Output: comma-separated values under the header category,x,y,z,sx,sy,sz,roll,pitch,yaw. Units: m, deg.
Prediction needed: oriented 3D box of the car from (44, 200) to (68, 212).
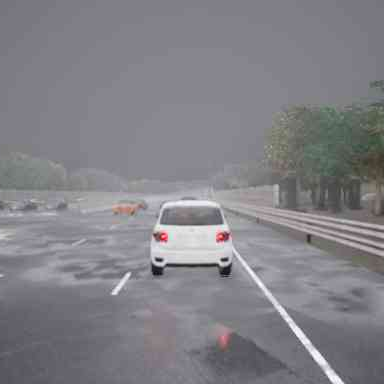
category,x,y,z,sx,sy,sz,roll,pitch,yaw
car,-18.184,1.875,44.674,2.128,1.511,4.902,0,-1,-1

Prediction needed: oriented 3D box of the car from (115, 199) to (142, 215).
category,x,y,z,sx,sy,sz,roll,pitch,yaw
car,-7.368,1.679,37.959,2.097,1.767,4.553,0,0,-1

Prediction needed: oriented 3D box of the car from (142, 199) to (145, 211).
category,x,y,z,sx,sy,sz,roll,pitch,yaw
car,-7.574,1.767,48.221,2.097,1.767,4.553,0,-1,0

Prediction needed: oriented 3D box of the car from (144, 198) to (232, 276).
category,x,y,z,sx,sy,sz,roll,pitch,yaw
car,-0.045,1.307,10.719,2.150,2.045,5.566,0,-1,-1

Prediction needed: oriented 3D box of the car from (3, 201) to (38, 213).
category,x,y,z,sx,sy,sz,roll,pitch,yaw
car,-21.654,1.860,42.937,2.128,1.511,4.902,0,-1,-1

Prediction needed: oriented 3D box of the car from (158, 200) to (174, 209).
category,x,y,z,sx,sy,sz,roll,pitch,yaw
car,-4.214,2.017,54.305,2.033,1.411,5.357,0,-1,1

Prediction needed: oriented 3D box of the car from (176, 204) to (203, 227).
category,x,y,z,sx,sy,sz,roll,pitch,yaw
car,-0.227,1.693,25.186,1.882,1.535,5.008,0,-1,-1

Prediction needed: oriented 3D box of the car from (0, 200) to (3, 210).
category,x,y,z,sx,sy,sz,roll,pitch,yaw
car,-25.149,1.780,41.894,1.837,1.490,4.892,0,1,-1

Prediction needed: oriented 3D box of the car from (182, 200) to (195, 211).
category,x,y,z,sx,sy,sz,roll,pitch,yaw
car,-0.590,1.930,49.205,1.837,1.490,4.892,0,0,-1
